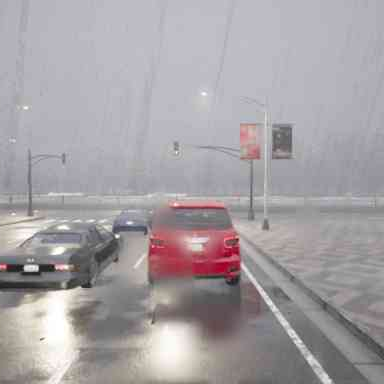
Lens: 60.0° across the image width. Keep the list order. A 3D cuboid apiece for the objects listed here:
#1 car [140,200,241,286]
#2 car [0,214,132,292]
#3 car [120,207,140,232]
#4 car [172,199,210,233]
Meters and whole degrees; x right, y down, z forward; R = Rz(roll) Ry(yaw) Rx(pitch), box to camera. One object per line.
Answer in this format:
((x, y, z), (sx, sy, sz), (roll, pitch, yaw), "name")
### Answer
((0.035, 1.236, 9.589), (2.150, 2.045, 5.566), (0, 0, -1), "car")
((-3.208, 1.560, 9.109), (2.033, 1.411, 5.357), (0, 0, 0), "car")
((-3.290, 1.591, 19.481), (1.994, 1.385, 4.181), (0, 0, 0), "car")
((-0.045, 1.379, 20.588), (2.097, 1.767, 4.553), (0, 0, 0), "car")
